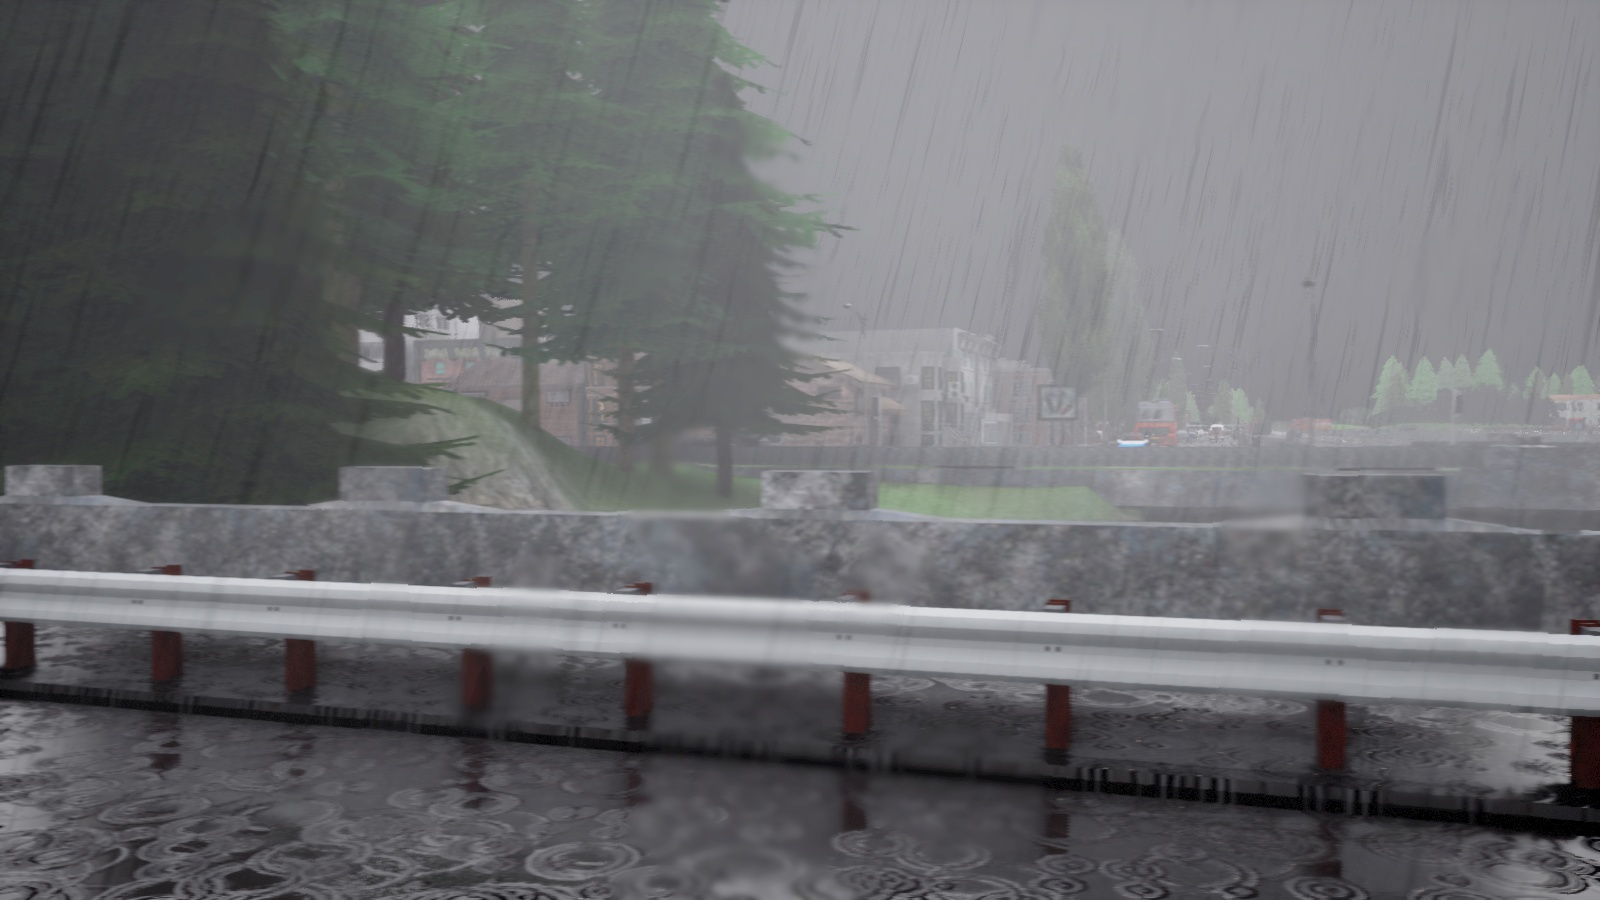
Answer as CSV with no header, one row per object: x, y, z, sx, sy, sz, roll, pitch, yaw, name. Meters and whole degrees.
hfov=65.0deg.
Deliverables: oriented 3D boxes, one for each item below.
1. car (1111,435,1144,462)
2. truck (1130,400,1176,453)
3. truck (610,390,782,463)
16.837,-0.091,64.574,1.481,1.376,2.207,0,1,11,car
26.620,-1.751,94.463,2.891,3.827,8.468,1,1,19,truck
-5.127,-1.167,61.922,7.936,3.462,2.891,0,1,19,truck
